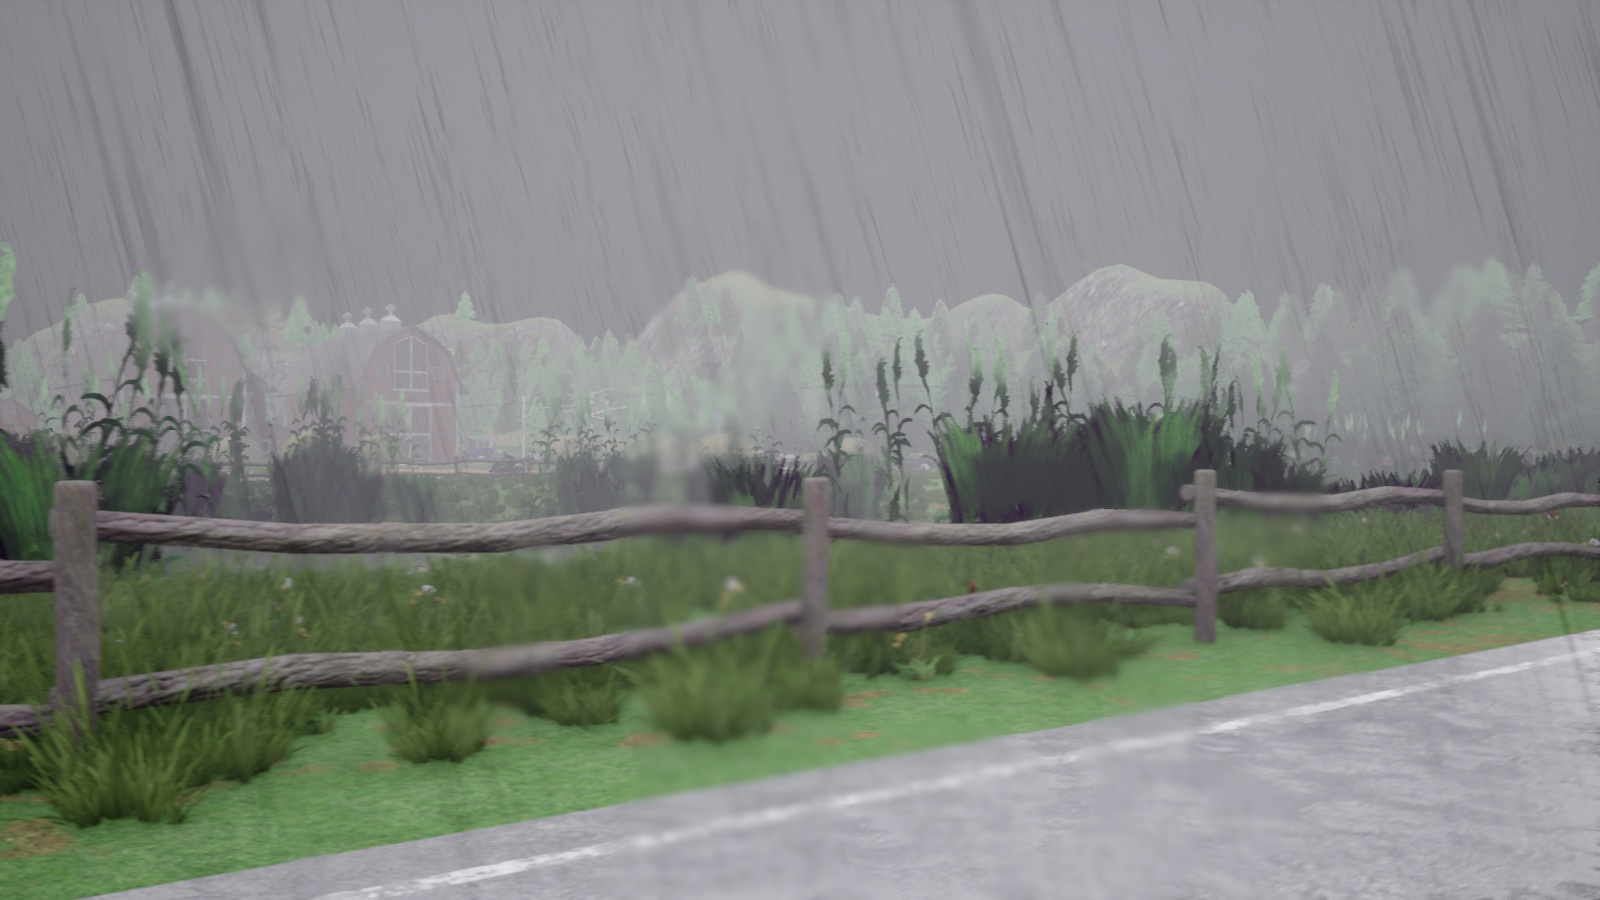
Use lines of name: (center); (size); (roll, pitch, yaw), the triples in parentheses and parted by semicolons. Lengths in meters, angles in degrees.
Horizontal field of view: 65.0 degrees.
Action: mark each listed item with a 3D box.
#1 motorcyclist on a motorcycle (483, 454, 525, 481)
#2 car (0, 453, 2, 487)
motorcyclist on a motorcycle: (-16.980, 0.970, 72.122); (2.191, 1.530, 0.866); (0, 0, -38)
car: (-38.220, 0.905, 55.351); (5.008, 1.535, 1.882); (0, 0, -38)
